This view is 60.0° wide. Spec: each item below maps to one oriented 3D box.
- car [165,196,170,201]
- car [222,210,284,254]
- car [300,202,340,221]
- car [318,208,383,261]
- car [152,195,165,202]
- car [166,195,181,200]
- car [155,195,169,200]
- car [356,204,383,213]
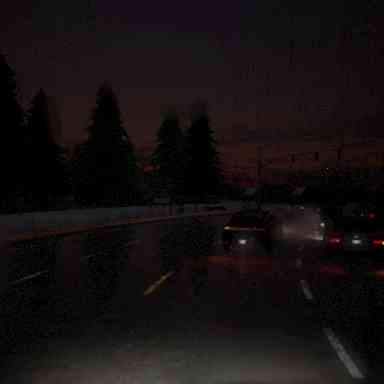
[{"bbox_3d":[-5.970,1.561,79.636,2.128,1.511,4.902,0,0,-34],"label":"car"},{"bbox_3d":[2.625,1.492,13.678,2.128,1.511,4.902,0,0,21],"label":"car"},{"bbox_3d":[10.143,1.492,25.807,2.128,1.511,4.902,0,0,42],"label":"car"},{"bbox_3d":[5.888,1.560,12.412,2.033,1.411,5.357,0,0,21],"label":"car"},{"bbox_3d":[-8.875,1.391,77.685,2.097,1.767,4.553,0,0,-34],"label":"car"},{"bbox_3d":[-5.094,1.460,90.755,1.812,1.442,4.674,0,0,-34],"label":"car"},{"bbox_3d":[-7.983,1.488,88.778,1.994,1.385,4.181,0,0,-34],"label":"car"},{"bbox_3d":[12.728,1.560,23.448,2.033,1.411,5.357,0,0,42],"label":"car"}]
